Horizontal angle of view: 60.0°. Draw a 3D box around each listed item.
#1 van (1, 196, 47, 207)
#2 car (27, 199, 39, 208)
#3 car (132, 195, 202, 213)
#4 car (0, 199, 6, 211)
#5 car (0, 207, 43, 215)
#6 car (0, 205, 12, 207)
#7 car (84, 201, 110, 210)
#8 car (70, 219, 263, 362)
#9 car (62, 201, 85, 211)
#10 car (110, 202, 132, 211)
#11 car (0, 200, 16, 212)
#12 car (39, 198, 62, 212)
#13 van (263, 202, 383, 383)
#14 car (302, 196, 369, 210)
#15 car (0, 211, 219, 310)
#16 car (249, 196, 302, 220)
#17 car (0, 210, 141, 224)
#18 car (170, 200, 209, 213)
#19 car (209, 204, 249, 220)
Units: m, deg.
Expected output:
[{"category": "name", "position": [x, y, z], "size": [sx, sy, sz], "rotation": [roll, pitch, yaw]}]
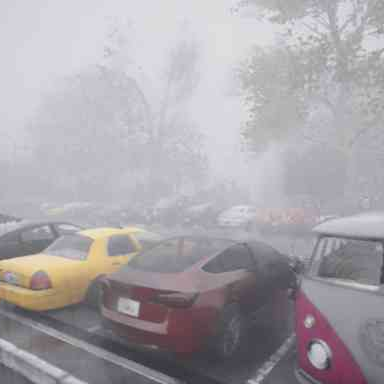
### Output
[{"category": "van", "position": [-16.981, 1.382, 34.770], "size": [1.878, 1.987, 4.442], "rotation": [0, 0, 35]}, {"category": "car", "position": [-12.511, 1.620, 31.440], "size": [2.002, 1.452, 4.674], "rotation": [0, 0, 35]}, {"category": "car", "position": [-1.182, 1.259, 23.347], "size": [2.435, 2.045, 5.566], "rotation": [0, 0, 35]}, {"category": "car", "position": [-26.109, 1.692, 41.148], "size": [2.097, 1.535, 5.008], "rotation": [-1, 0, 36]}, {"category": "car", "position": [-8.624, 1.539, 12.588], "size": [2.163, 1.488, 4.792], "rotation": [0, 0, 35]}, {"category": "car", "position": [-10.890, 1.522, 14.230], "size": [2.231, 1.521, 4.892], "rotation": [0, 0, 36]}, {"category": "car", "position": [-5.718, 1.567, 26.573], "size": [2.163, 1.488, 4.792], "rotation": [0, 0, 35]}, {"category": "car", "position": [0.545, 1.507, 6.137], "size": [2.163, 1.488, 4.792], "rotation": [0, 0, 35]}, {"category": "car", "position": [-7.974, 1.551, 28.207], "size": [2.097, 1.535, 5.008], "rotation": [0, 0, 35]}, {"category": "car", "position": [-3.415, 1.552, 25.006], "size": [2.163, 1.488, 4.792], "rotation": [0, 0, 35]}, {"category": "car", "position": [-23.842, 1.707, 39.526], "size": [2.002, 1.452, 4.674], "rotation": [-1, 0, 36]}, {"category": "car", "position": [-10.348, 1.562, 29.676], "size": [1.946, 1.575, 5.366], "rotation": [0, 0, 35]}, {"category": "van", "position": [2.744, 1.246, 4.393], "size": [1.878, 1.987, 4.442], "rotation": [0, 0, 35]}, {"category": "car", "position": [7.795, 1.228, 16.959], "size": [2.435, 2.045, 5.566], "rotation": [0, 0, 35]}, {"category": "car", "position": [-1.649, 1.480, 7.889], "size": [1.946, 1.575, 5.366], "rotation": [0, 0, 35]}, {"category": "car", "position": [5.626, 1.233, 18.502], "size": [2.435, 2.045, 5.566], "rotation": [0, 0, 35]}, {"category": "car", "position": [-4.041, 1.489, 9.357], "size": [2.097, 1.535, 5.008], "rotation": [0, 0, 35]}, {"category": "car", "position": [1.103, 1.500, 21.749], "size": [2.097, 1.535, 5.008], "rotation": [0, 0, 35]}, {"category": "car", "position": [3.273, 1.531, 20.209], "size": [2.002, 1.452, 4.674], "rotation": [0, 0, 35]}]
